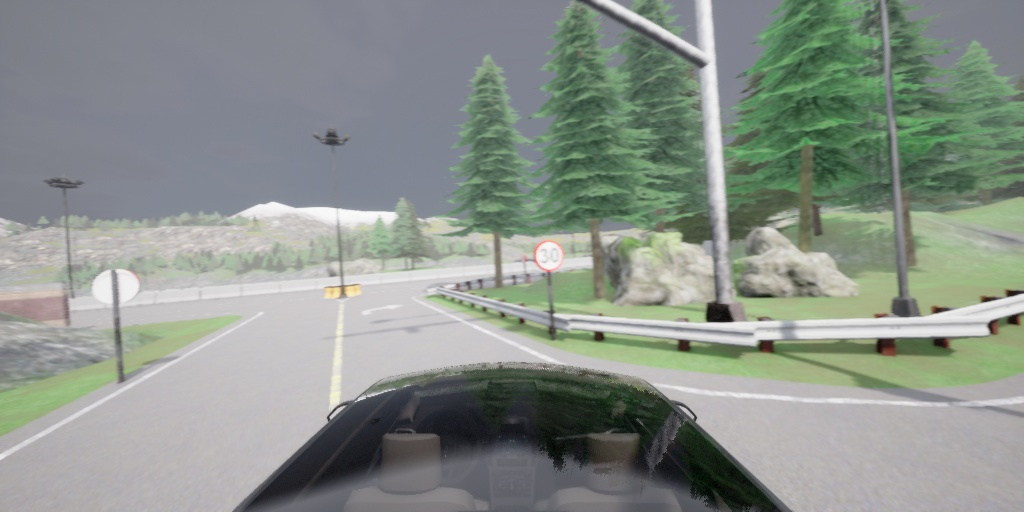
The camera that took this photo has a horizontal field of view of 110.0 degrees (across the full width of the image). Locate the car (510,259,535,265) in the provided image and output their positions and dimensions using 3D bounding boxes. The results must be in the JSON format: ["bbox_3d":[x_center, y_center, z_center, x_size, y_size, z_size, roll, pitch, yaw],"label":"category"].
[{"bbox_3d":[2.788,1.269,64.620,4.892,1.490,1.837,-4,0,-24],"label":"car"}]
